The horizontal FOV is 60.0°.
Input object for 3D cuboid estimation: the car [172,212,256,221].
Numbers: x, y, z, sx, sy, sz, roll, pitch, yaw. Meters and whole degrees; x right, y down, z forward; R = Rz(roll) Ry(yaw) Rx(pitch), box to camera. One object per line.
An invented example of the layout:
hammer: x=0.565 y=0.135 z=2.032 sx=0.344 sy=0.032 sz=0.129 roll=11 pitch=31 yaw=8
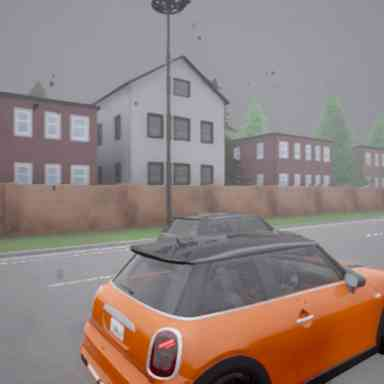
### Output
car: x=1.207 y=1.321 z=8.909 sx=4.553 sy=1.767 sz=2.097 roll=0 pitch=0 yaw=-36

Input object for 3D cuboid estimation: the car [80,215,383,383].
car: x=1.003 y=1.336 z=4.464 sx=4.553 sy=1.767 sz=2.097 roll=0 pitch=0 yaw=-35
